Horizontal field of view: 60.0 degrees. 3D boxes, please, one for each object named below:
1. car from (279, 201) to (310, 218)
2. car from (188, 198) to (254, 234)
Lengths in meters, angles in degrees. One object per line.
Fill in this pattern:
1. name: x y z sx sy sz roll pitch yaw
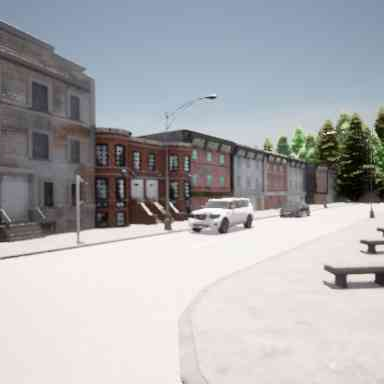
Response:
1. car: 10.078 1.705 32.506 1.837 1.490 4.892 -1 1 36
2. car: 2.022 1.406 21.166 2.150 2.045 5.566 -1 -1 35
